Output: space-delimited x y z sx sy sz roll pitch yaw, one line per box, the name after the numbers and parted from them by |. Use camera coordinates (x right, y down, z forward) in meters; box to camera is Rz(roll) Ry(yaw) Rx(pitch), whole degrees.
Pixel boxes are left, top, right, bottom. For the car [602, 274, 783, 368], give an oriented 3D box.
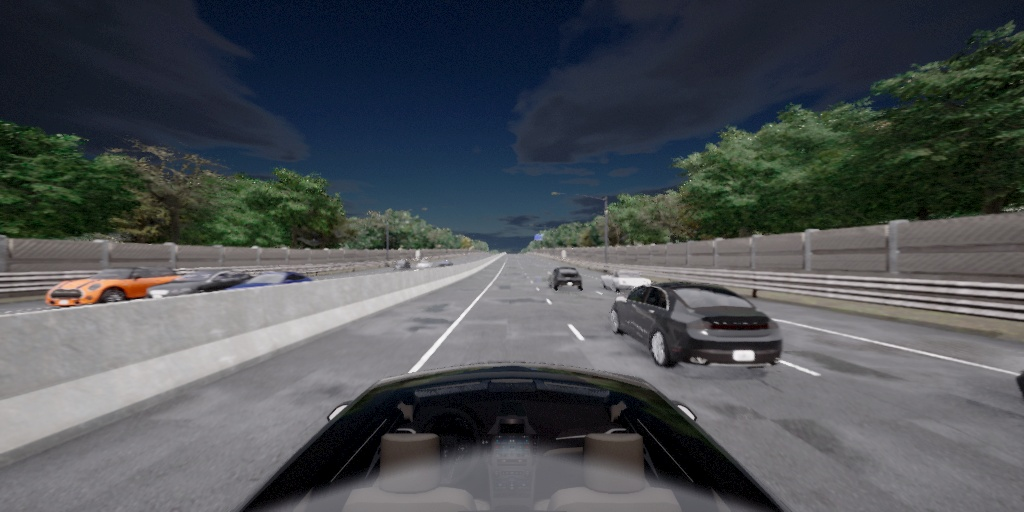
3.600 1.323 7.992 1.837 1.490 4.892 0 -1 0 | car

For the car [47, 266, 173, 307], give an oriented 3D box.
-17.595 1.261 16.327 2.097 1.767 4.553 0 -1 0 | car

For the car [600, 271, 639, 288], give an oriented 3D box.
7.103 1.586 23.066 1.895 1.301 4.718 0 -1 0 | car

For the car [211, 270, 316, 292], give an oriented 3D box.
-10.597 1.433 16.145 1.812 1.442 4.674 0 -1 0 | car

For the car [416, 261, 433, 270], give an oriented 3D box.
-14.036 1.480 57.785 1.812 1.442 4.674 0 1 1 | car

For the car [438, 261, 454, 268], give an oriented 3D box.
-10.531 1.508 57.376 2.033 1.411 5.357 0 1 1 | car

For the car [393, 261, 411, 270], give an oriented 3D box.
-17.533 1.486 57.366 1.812 1.442 4.674 0 1 1 | car

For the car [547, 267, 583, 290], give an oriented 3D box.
3.603 1.507 24.686 1.837 1.490 4.892 0 -1 0 | car

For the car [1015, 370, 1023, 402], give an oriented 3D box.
7.093 1.282 2.375 1.812 1.442 4.674 0 -1 0 | car

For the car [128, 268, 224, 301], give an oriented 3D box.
-14.096 1.405 16.714 2.128 1.511 4.902 0 -1 0 | car
